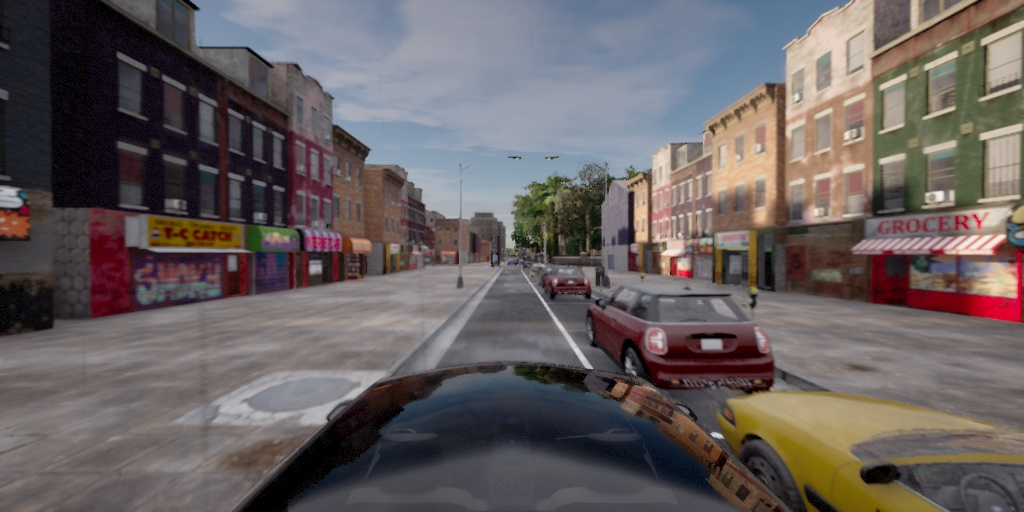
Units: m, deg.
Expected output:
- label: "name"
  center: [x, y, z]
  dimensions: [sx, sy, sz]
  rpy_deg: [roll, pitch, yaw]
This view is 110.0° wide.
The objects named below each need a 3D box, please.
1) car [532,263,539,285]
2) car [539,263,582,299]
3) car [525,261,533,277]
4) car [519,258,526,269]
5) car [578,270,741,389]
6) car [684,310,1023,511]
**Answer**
- label: "car"
  center: [2.633, 1.310, 23.525]
  dimensions: [2.007, 1.370, 4.403]
  rpy_deg: [0, 0, 0]
- label: "car"
  center: [2.634, 1.193, 17.904]
  dimensions: [1.967, 1.591, 4.097]
  rpy_deg: [0, 0, 0]
- label: "car"
  center: [2.631, 1.327, 34.768]
  dimensions: [2.007, 1.370, 4.403]
  rpy_deg: [0, 0, 0]
- label: "car"
  center: [2.628, 1.410, 57.255]
  dimensions: [1.948, 1.339, 4.313]
  rpy_deg: [0, 0, 0]
- label: "car"
  center: [2.636, 1.189, 6.659]
  dimensions: [1.967, 1.591, 4.097]
  rpy_deg: [0, 0, 0]
- label: "car"
  center: [2.637, 1.276, 1.206]
  dimensions: [1.751, 1.417, 4.829]
  rpy_deg: [0, 0, 0]
